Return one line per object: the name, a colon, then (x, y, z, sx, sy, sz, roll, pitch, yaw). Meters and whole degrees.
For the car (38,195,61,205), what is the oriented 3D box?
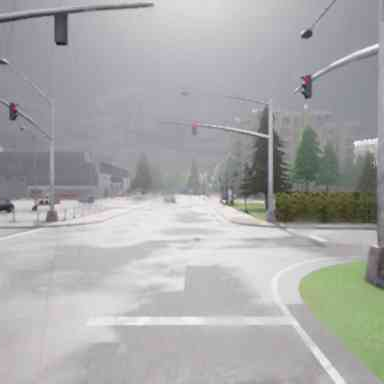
car: (-20.682, 1.156, 48.411, 1.970, 1.475, 3.806, 0, 0, 0)

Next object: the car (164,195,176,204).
car: (-3.726, 1.211, 56.427, 1.882, 1.535, 5.008, 0, 0, 0)

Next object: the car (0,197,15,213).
car: (-17.810, 1.199, 29.779, 2.007, 1.523, 4.514, 0, 0, 0)

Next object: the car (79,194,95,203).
car: (-17.656, 1.111, 55.813, 1.845, 1.501, 3.633, 0, 0, 0)
